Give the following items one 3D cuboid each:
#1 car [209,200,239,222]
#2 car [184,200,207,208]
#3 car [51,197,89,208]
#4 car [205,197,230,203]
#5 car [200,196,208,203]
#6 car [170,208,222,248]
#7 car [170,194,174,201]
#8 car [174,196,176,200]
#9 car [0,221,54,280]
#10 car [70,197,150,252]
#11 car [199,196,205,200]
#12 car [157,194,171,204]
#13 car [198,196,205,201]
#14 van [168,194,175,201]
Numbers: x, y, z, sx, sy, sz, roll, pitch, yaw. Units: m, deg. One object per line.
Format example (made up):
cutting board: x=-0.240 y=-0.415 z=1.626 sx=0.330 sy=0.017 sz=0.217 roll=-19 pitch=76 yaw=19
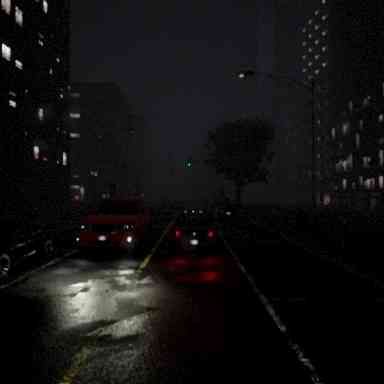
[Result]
car: x=2.694 y=1.605 z=26.565 sx=1.947 sy=1.339 sz=4.313 roll=0 pitch=0 yaw=0
car: x=0.098 y=1.644 z=29.078 sx=1.895 sy=1.301 sz=4.718 roll=0 pitch=0 yaw=0
car: x=-16.423 y=1.412 z=45.072 sx=4.403 sy=1.369 sz=2.008 roll=1 pitch=-1 yaw=-1
car: x=2.694 y=1.363 z=32.089 sx=2.192 sy=1.841 sz=5.009 roll=0 pitch=0 yaw=0
car: x=2.695 y=1.670 z=75.712 sx=1.752 sy=1.417 sz=4.829 roll=0 pitch=0 yaw=0
car: x=0.098 y=1.620 z=14.887 sx=1.895 sy=1.301 sz=4.718 roll=0 pitch=0 yaw=0
car: x=-5.685 y=1.695 z=75.543 sx=2.008 sy=1.369 sz=4.403 roll=0 pitch=0 yaw=0
car: x=-5.684 y=1.616 z=86.608 sx=1.967 sy=1.590 sz=4.097 roll=0 pitch=0 yaw=0
car: x=-5.688 y=1.578 z=9.998 sx=1.947 sy=1.339 sz=4.313 roll=0 pitch=0 yaw=0
car: x=-3.099 y=1.240 z=14.250 sx=2.150 sy=2.045 sz=5.566 roll=0 pitch=0 yaw=0
car: x=2.695 y=1.660 z=64.477 sx=1.887 sy=1.381 sz=4.507 roll=0 pitch=0 yaw=0
car: x=-5.685 y=1.666 z=64.477 sx=2.008 sy=1.369 sz=4.403 roll=0 pitch=0 yaw=0
car: x=2.696 y=1.775 z=92.139 sx=1.802 sy=1.307 sz=4.206 roll=0 pitch=0 yaw=0
van: x=-5.684 y=1.534 z=92.142 sx=1.690 sy=1.788 sz=3.998 roll=0 pitch=0 yaw=0
